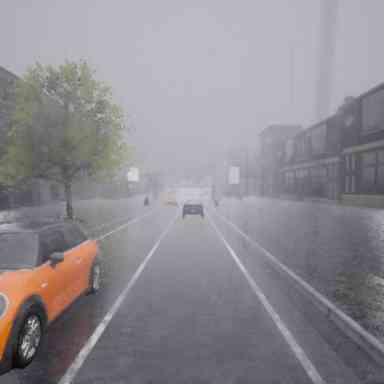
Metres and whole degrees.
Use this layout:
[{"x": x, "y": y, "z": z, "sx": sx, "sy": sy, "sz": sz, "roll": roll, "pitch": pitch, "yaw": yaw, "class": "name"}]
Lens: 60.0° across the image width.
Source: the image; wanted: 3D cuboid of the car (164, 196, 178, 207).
[{"x": -3.076, "y": 1.349, "z": 48.974, "sx": 1.882, "sy": 1.535, "sz": 5.008, "roll": 0, "pitch": 0, "yaw": 0, "class": "car"}]

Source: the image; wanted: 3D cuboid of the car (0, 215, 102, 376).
[{"x": -3.101, "y": 1.351, "z": 5.681, "sx": 2.097, "sy": 1.767, "sz": 4.553, "roll": 0, "pitch": 0, "yaw": 0, "class": "car"}]

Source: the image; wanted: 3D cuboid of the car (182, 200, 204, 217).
[{"x": 0.094, "y": 1.466, "z": 31.672, "sx": 1.882, "sy": 1.535, "sz": 5.008, "roll": 0, "pitch": 0, "yaw": 0, "class": "car"}]
